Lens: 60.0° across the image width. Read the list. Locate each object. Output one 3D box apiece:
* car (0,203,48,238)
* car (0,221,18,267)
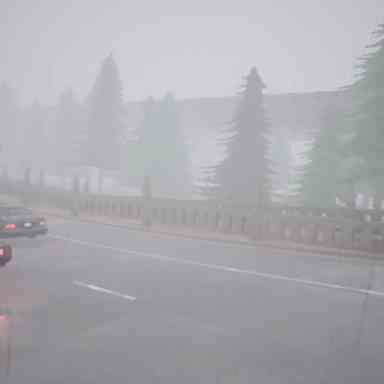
[{"bbox_3d":[-8.364,1.180,14.261,5.357,1.411,2.033,4,2,35],"label":"car"},{"bbox_3d":[-6.885,1.423,8.906,4.718,1.301,1.895,2,1,35],"label":"car"}]
